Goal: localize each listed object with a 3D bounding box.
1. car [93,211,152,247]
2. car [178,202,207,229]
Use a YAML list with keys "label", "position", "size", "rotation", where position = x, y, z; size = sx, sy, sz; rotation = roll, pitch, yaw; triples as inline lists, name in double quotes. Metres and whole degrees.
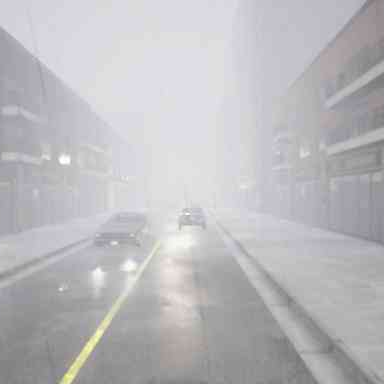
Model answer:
- label: "car"
  position: [-3.014, 1.616, 15.603]
  size: [2.033, 1.411, 5.357]
  rotation: [0, 0, 0]
- label: "car"
  position: [0.017, 1.647, 22.239]
  size: [2.033, 1.411, 5.357]
  rotation: [0, 0, 0]
